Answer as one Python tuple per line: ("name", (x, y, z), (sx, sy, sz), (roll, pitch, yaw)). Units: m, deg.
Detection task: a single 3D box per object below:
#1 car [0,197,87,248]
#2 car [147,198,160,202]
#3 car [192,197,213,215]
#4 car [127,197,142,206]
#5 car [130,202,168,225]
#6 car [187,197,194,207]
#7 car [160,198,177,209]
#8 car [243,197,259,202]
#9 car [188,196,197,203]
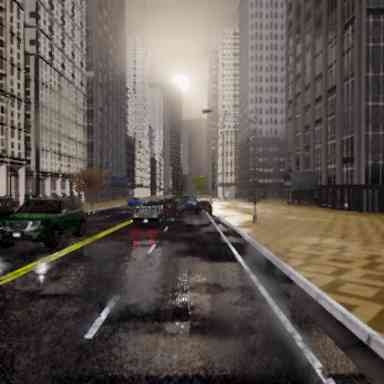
("car", (-6.586, 1.260, 15.258), (2.150, 2.045, 5.566), (0, 0, 0))
("car", (-6.477, 1.747, 57.025), (1.895, 1.301, 4.718), (0, 0, 1))
("car", (1.164, 1.593, 35.004), (1.837, 1.490, 4.892), (0, 0, 0))
("car", (-9.736, 1.624, 56.679), (1.882, 1.535, 5.008), (0, 0, 1))
("car", (-3.132, 1.663, 24.716), (1.895, 1.301, 4.718), (0, 0, 0))
("car", (0.041, 1.685, 54.296), (2.033, 1.411, 5.357), (0, 0, 0))
("car", (-3.114, 1.628, 48.553), (1.837, 1.490, 4.892), (0, 0, 0))
("car", (15.986, 2.055, 90.489), (4.403, 1.369, 2.008), (1, 0, -1))
("car", (0.054, 1.721, 75.020), (2.033, 1.411, 5.357), (0, 0, 0))
